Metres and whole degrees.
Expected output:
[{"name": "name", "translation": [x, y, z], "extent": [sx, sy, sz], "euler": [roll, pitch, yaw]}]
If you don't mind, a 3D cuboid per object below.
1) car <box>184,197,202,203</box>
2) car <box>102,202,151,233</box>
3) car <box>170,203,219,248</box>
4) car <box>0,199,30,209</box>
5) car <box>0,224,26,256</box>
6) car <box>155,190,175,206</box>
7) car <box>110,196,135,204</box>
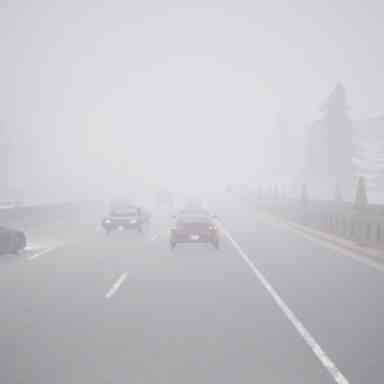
[{"name": "car", "translation": [0.102, 1.208, 35.057], "extent": [2.033, 1.411, 5.357], "euler": [0, 1, 0]}, {"name": "car", "translation": [-3.399, 1.428, 18.156], "extent": [1.895, 1.301, 4.718], "euler": [0, 1, 0]}, {"name": "car", "translation": [0.101, 1.395, 13.884], "extent": [1.812, 1.442, 4.674], "euler": [0, 0, 0]}, {"name": "car", "translation": [-14.041, 1.284, 25.369], "extent": [1.812, 1.442, 4.674], "euler": [0, 0, 1]}, {"name": "car", "translation": [-6.899, 1.468, 10.164], "extent": [1.994, 1.385, 4.181], "euler": [0, 0, 0]}, {"name": "car", "translation": [-3.399, 0.698, 42.287], "extent": [2.150, 2.045, 5.566], "euler": [0, 2, 0]}, {"name": "car", "translation": [-6.899, 1.183, 33.393], "extent": [1.837, 1.490, 4.892], "euler": [0, 0, 0]}]
